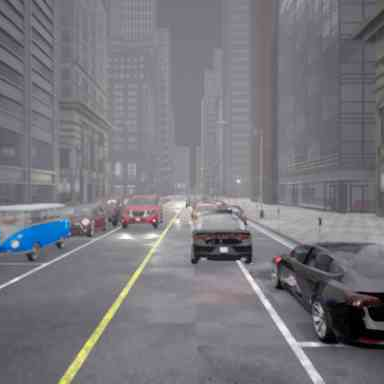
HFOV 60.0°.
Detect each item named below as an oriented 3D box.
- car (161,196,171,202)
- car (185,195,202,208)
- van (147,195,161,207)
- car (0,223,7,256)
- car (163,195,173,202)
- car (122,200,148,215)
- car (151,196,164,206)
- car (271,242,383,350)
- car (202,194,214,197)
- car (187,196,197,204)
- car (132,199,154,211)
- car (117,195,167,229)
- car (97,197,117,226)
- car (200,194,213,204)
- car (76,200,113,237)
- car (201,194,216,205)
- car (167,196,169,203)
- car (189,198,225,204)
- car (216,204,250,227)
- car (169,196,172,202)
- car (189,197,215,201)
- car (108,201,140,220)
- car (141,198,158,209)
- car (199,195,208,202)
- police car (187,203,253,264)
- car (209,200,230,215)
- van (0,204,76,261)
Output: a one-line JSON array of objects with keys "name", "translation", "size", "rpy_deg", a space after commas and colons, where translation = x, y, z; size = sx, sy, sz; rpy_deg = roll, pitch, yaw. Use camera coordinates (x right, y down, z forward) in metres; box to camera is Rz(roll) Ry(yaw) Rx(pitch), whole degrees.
[{"name": "car", "translation": [-5.777, 1.539, 73.860], "size": [1.947, 1.339, 4.313], "rpy_deg": [0, 0, 0]}, {"name": "car", "translation": [0.002, 1.518, 46.772], "size": [2.033, 1.411, 5.357], "rpy_deg": [0, 0, 0]}, {"name": "van", "translation": [-5.775, 1.311, 51.314], "size": [1.690, 1.788, 3.998], "rpy_deg": [0, 0, 0]}, {"name": "car", "translation": [-5.766, 1.545, 6.221], "size": [2.008, 1.369, 4.403], "rpy_deg": [0, 0, 0]}, {"name": "car", "translation": [-5.778, 1.527, 79.497], "size": [2.008, 1.369, 4.403], "rpy_deg": [0, 0, 0]}, {"name": "car", "translation": [-5.771, 1.542, 34.404], "size": [1.947, 1.339, 4.313], "rpy_deg": [0, 0, 0]}, {"name": "car", "translation": [-5.775, 1.495, 56.781], "size": [1.752, 1.417, 4.829], "rpy_deg": [0, 0, 0]}, {"name": "car", "translation": [2.759, 1.561, 6.229], "size": [1.947, 1.339, 4.313], "rpy_deg": [0, 0, 0]}, {"name": "car", "translation": [2.752, 1.411, 45.684], "size": [1.967, 1.590, 4.097], "rpy_deg": [0, 0, 0]}, {"name": "car", "translation": [-0.010, 1.472, 65.318], "size": [1.837, 1.490, 4.892], "rpy_deg": [0, 0, 0]}, {"name": "car", "translation": [-5.772, 1.524, 40.041], "size": [2.008, 1.369, 4.403], "rpy_deg": [0, 0, 0]}, {"name": "car", "translation": [-3.105, 1.205, 21.853], "size": [2.150, 2.045, 5.566], "rpy_deg": [0, 0, 0]}, {"name": "car", "translation": [-5.770, 1.298, 23.131], "size": [2.192, 1.841, 5.009], "rpy_deg": [0, 0, 0]}, {"name": "car", "translation": [2.748, 1.285, 62.592], "size": [2.192, 1.841, 5.009], "rpy_deg": [0, 0, 0]}, {"name": "car", "translation": [-5.769, 1.427, 17.494], "size": [1.967, 1.590, 4.097], "rpy_deg": [0, 0, 0]}, {"name": "car", "translation": [2.749, 1.285, 56.955], "size": [2.192, 1.841, 5.009], "rpy_deg": [0, 0, 0]}, {"name": "car", "translation": [-5.775, 1.552, 62.588], "size": [1.802, 1.307, 4.206], "rpy_deg": [0, 0, 0]}, {"name": "car", "translation": [0.896, 1.439, 22.026], "size": [1.801, 1.575, 5.366], "rpy_deg": [0, 0, 0]}, {"name": "car", "translation": [2.756, 1.565, 23.138], "size": [1.802, 1.307, 4.206], "rpy_deg": [0, 0, 0]}, {"name": "car", "translation": [-5.776, 1.537, 68.224], "size": [1.947, 1.339, 4.313], "rpy_deg": [0, 0, 0]}, {"name": "car", "translation": [0.896, 1.458, 27.837], "size": [1.882, 1.535, 5.008], "rpy_deg": [0, 0, 0]}, {"name": "car", "translation": [-5.770, 1.545, 28.768], "size": [1.947, 1.339, 4.313], "rpy_deg": [0, 0, 0]}, {"name": "car", "translation": [-5.773, 1.553, 45.678], "size": [1.802, 1.307, 4.206], "rpy_deg": [0, 0, 0]}, {"name": "car", "translation": [2.746, 1.416, 79.500], "size": [1.967, 1.590, 4.097], "rpy_deg": [0, 0, 0]}, {"name": "police car", "translation": [0.898, 1.416, 11.946], "size": [1.930, 1.638, 5.238], "rpy_deg": [0, 0, 0]}, {"name": "car", "translation": [2.754, 1.558, 34.411], "size": [1.802, 1.307, 4.206], "rpy_deg": [0, 0, 0]}, {"name": "van", "translation": [-5.768, 1.332, 11.857], "size": [1.690, 1.788, 3.998], "rpy_deg": [0, 0, 0]}]
